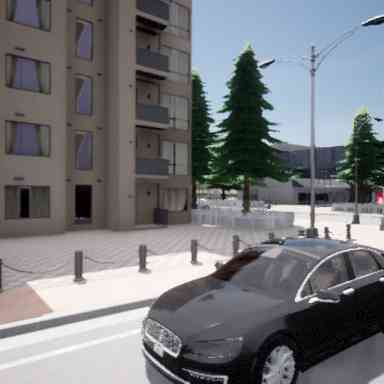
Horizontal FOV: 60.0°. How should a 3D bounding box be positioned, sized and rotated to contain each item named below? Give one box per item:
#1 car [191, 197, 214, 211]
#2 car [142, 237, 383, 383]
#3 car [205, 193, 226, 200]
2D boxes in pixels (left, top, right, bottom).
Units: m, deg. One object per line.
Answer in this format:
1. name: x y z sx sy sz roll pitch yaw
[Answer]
1. car: 0.550 1.691 42.034 1.994 1.385 4.181 0 0 -37
2. car: 1.605 1.523 5.127 4.892 1.490 1.837 0 0 -35
3. car: 6.600 1.383 93.682 1.932 1.855 4.605 0 0 -37
